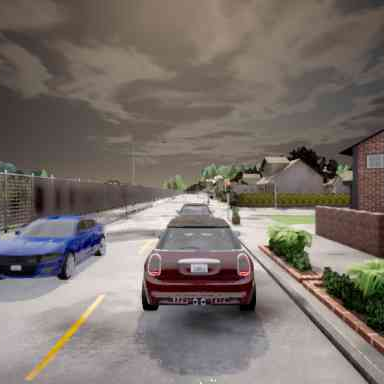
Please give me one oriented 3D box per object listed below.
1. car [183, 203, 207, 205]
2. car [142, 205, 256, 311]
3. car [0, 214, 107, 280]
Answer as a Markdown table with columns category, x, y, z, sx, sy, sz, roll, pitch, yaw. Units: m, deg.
| category | x | y | z | sx | sy | sz | roll | pitch | yaw |
| --- | --- | --- | --- | --- | --- | --- | --- | --- | --- |
| car | 0.171 | 1.352 | 17.631 | 2.097 | 1.767 | 4.553 | 0 | 0 | 0 |
| car | 0.129 | 1.352 | 7.934 | 2.097 | 1.767 | 4.553 | 0 | 0 | 0 |
| car | -4.051 | 1.477 | 10.174 | 1.882 | 1.535 | 5.008 | 0 | 0 | 0 |
